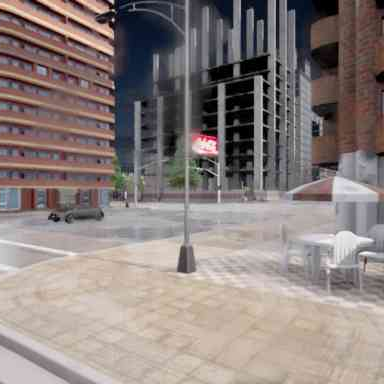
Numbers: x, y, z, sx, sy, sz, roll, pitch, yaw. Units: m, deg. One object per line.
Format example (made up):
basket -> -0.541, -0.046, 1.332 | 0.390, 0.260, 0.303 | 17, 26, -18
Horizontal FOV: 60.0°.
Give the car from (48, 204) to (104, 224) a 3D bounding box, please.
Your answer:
car -> -8.860, 1.608, 25.699 | 1.994, 1.385, 4.181 | 0, 0, 36
